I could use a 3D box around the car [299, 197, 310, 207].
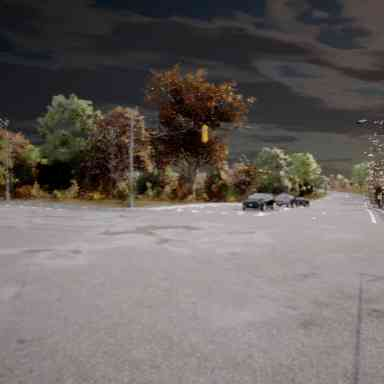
[{"bbox_3d":[16.263,1.488,49.384,2.033,1.411,5.357,2,-1,28],"label":"car"}]

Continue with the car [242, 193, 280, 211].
[{"bbox_3d":[6.041,0.833,29.638,1.882,1.535,5.008,2,0,28],"label":"car"}]

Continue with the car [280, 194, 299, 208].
[{"bbox_3d":[10.810,1.056,38.866,1.837,1.490,4.892,2,-1,28],"label":"car"}]
